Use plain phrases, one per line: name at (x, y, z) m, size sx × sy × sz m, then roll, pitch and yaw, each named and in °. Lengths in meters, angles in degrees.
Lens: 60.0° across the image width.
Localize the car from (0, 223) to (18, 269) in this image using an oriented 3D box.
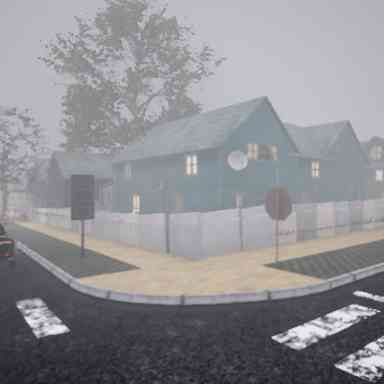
car at (-7.432, 1.818, 11.698) m, size 2.128 × 1.511 × 4.902 m, roll 0°, pitch -1°, yaw -35°
